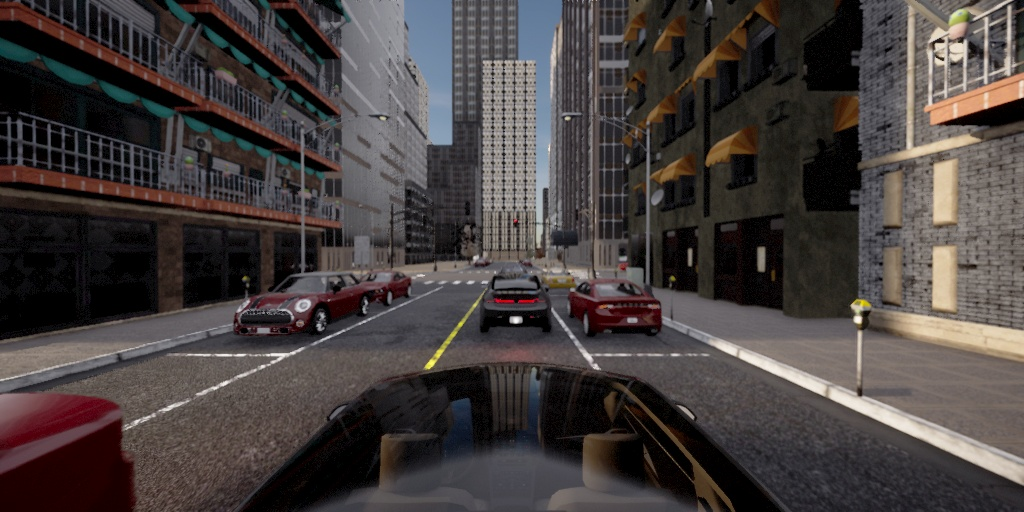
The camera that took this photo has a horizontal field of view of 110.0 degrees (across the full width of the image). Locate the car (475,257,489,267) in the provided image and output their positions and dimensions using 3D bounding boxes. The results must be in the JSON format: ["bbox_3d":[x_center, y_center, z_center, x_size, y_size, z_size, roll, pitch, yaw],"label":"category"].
[{"bbox_3d":[-5.730,1.327,64.779,1.888,1.381,4.507,0,0,0],"label":"car"}]

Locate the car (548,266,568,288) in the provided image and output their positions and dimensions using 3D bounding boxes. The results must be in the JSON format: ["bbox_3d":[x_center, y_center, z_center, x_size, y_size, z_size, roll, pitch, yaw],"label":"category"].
[{"bbox_3d":[2.677,1.283,21.427,1.751,1.417,4.829,0,0,0],"label":"car"}]

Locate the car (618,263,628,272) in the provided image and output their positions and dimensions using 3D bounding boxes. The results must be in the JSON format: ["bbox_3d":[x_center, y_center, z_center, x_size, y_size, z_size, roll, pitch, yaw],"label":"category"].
[{"bbox_3d":[14.238,1.026,40.407,4.507,1.381,1.888,0,0,0],"label":"car"}]

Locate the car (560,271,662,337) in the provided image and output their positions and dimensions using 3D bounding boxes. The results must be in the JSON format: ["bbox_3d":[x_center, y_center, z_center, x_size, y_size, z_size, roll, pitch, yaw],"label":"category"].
[{"bbox_3d":[2.684,1.298,10.211,1.888,1.381,4.507,0,0,0],"label":"car"}]

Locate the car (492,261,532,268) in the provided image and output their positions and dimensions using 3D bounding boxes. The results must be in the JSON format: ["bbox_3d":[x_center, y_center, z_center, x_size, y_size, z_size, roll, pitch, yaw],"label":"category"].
[{"bbox_3d":[0.087,1.250,20.892,2.128,1.511,4.902,0,0,0],"label":"car"}]

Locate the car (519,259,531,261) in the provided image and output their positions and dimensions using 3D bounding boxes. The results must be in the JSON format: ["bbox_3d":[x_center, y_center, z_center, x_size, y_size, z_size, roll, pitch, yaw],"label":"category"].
[{"bbox_3d":[2.650,1.221,64.783,1.967,1.591,4.097,0,0,0],"label":"car"}]

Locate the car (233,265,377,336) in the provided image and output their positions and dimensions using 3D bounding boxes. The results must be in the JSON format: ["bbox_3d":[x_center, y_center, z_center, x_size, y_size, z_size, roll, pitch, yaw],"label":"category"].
[{"bbox_3d":[-5.697,1.193,10.219,1.967,1.591,4.097,0,0,0],"label":"car"}]

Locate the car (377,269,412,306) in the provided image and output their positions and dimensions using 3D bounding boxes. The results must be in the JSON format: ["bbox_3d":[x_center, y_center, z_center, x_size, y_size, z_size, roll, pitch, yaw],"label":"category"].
[{"bbox_3d":[-5.701,1.301,15.743,1.888,1.381,4.507,0,0,0],"label":"car"}]

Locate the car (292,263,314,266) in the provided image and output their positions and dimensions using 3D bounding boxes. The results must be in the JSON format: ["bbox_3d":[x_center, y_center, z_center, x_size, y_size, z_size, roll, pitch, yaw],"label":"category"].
[{"bbox_3d":[-23.859,1.517,40.062,4.097,1.591,1.967,0,0,0],"label":"car"}]

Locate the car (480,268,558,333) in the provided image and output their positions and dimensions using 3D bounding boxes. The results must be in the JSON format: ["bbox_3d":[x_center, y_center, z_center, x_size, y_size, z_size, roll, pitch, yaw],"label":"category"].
[{"bbox_3d":[0.094,1.257,10.761,1.837,1.490,4.892,0,0,0],"label":"car"}]
